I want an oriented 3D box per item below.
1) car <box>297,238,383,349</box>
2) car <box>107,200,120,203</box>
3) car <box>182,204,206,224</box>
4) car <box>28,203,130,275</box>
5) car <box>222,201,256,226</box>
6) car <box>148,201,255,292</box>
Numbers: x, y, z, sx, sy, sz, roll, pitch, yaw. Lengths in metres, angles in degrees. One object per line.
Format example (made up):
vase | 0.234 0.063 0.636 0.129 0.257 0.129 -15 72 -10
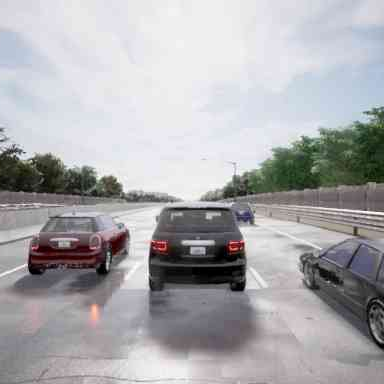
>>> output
car | 3.612 1.569 6.156 2.033 1.411 5.357 0 0 1
car | -13.838 2.180 59.091 1.882 1.535 5.008 0 -2 0
car | 0.178 1.808 28.384 1.882 1.535 5.008 0 -1 0
car | -3.367 1.408 10.805 2.097 1.767 4.553 0 -1 -1
car | 3.673 1.651 26.939 2.097 1.767 4.553 0 -1 0
car | 0.125 1.264 9.208 2.150 2.045 5.566 0 0 0
